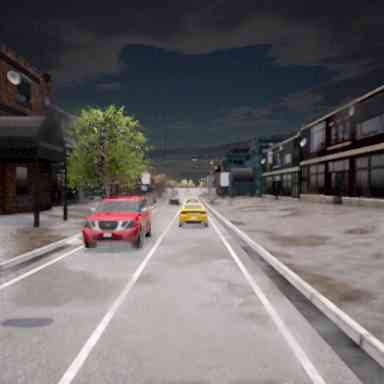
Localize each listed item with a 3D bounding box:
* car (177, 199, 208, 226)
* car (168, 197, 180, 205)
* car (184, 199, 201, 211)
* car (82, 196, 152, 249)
[{"bbox_3d":[0.095,1.504,23.457,1.882,1.535,5.008,0,0,0],"label":"car"},{"bbox_3d":[-3.052,1.566,57.745,1.895,1.301,4.718,0,0,1],"label":"car"},{"bbox_3d":[0.088,1.603,41.932,1.994,1.385,4.181,0,0,0],"label":"car"},{"bbox_3d":[-3.103,1.227,14.961,2.150,2.045,5.566,0,0,0],"label":"car"}]
